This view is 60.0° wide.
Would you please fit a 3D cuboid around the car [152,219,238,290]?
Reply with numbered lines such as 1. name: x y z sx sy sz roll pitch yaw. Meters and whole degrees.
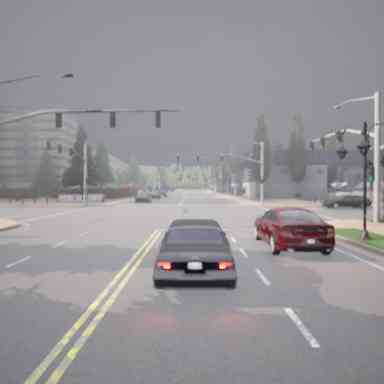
1. car: 0.078 1.425 8.882 2.033 1.411 5.357 0 1 1

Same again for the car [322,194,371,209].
1. car: 16.256 1.025 35.138 4.892 1.490 1.837 0 1 -1

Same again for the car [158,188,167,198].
1. car: -6.849 0.206 74.652 2.150 2.045 5.566 0 1 0

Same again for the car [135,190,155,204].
1. car: -6.981 0.821 48.086 1.882 1.535 5.008 0 1 0

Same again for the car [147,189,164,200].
1. car: -6.893 0.620 62.830 1.882 1.535 5.008 0 0 1

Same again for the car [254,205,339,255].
1. car: 3.605 1.305 12.501 1.882 1.535 5.008 0 1 0
